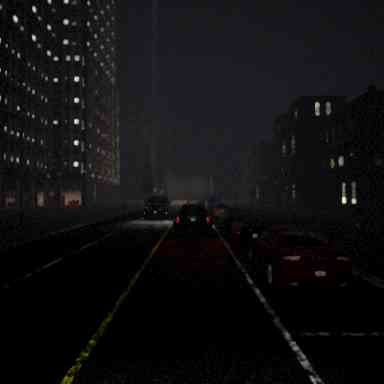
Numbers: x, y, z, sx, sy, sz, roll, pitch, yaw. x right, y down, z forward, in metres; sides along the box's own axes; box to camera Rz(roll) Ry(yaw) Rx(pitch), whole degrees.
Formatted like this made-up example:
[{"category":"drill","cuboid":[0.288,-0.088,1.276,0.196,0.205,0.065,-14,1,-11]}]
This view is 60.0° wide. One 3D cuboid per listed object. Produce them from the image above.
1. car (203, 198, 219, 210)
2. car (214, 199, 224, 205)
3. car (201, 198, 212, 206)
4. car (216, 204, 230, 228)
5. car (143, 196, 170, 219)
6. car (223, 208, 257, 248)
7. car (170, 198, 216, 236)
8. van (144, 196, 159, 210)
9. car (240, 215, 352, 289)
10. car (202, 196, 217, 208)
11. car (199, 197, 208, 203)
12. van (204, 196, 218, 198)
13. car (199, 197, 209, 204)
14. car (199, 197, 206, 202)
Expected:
[{"category":"car","cuboid":[2.697,1.641,47.227,1.967,1.590,4.097,1,0,0]},{"category":"car","cuboid":[2.698,1.660,30.963,1.752,1.417,4.829,1,0,0]},{"category":"car","cuboid":[2.693,1.831,63.659,1.947,1.339,4.313,1,0,0]},{"category":"car","cuboid":[2.698,1.655,20.302,1.947,1.339,4.313,1,0,0]},{"category":"car","cuboid":[-3.103,1.356,30.861,2.150,2.045,5.566,0,0,0]},{"category":"car","cuboid":[2.699,1.632,14.758,1.947,1.339,4.313,1,0,0]},{"category":"car","cuboid":[0.086,1.437,19.196,2.097,1.767,4.553,0,0,1]},{"category":"van","cuboid":[-5.682,1.543,47.223,1.690,1.788,3.998,1,0,0]},{"category":"car","cuboid":[2.700,1.587,9.212,1.887,1.381,4.507,1,0,0]},{"category":"car","cuboid":[2.698,1.538,52.705,2.192,1.841,5.009,1,0,0]},{"category":"car","cuboid":[2.690,1.876,80.092,2.008,1.369,4.403,1,0,0]},{"category":"van","cuboid":[2.699,1.520,41.750,1.690,1.788,3.998,1,0,0]},{"category":"car","cuboid":[2.691,1.871,74.614,1.947,1.339,4.313,1,0,0]},{"category":"car","cuboid":[2.812,1.947,91.044,1.802,1.307,4.206,1,0,0]}]
